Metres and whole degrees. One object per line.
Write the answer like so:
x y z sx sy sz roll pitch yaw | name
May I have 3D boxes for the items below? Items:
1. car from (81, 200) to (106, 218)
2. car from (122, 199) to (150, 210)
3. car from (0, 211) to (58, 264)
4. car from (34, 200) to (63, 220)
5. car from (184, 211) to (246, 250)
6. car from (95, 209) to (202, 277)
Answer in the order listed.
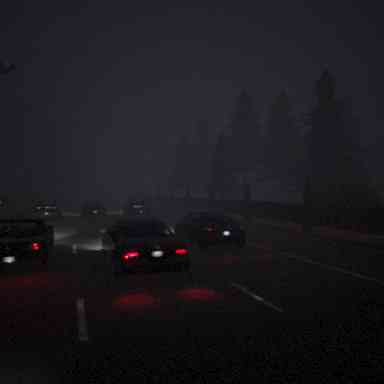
-8.529 1.392 28.751 1.812 1.442 4.674 0 0 -20 | car
-4.909 1.366 29.046 2.128 1.511 4.902 0 0 -20 | car
-5.736 1.543 11.189 1.895 1.301 4.718 0 0 -20 | car
-11.473 1.360 26.616 2.128 1.511 4.902 0 0 -20 | car
0.590 1.507 14.277 1.994 1.385 4.181 0 0 -20 | car
-1.674 1.503 10.255 2.033 1.411 5.357 0 0 -20 | car
